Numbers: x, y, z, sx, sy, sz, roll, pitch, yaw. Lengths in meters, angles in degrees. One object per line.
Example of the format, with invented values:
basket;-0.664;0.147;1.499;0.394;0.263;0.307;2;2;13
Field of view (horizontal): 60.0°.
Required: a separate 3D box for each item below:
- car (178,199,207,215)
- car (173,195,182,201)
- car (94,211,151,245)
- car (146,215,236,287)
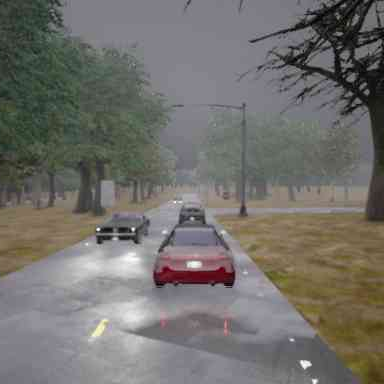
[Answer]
car;0.024;1.514;24.539;1.837;1.490;4.892;0;0;0
car;-3.161;1.406;75.005;1.994;1.385;4.181;0;0;0
car;-3.125;1.614;15.794;1.895;1.301;4.718;0;0;0
car;0.058;1.575;9.373;1.994;1.385;4.181;0;0;0
